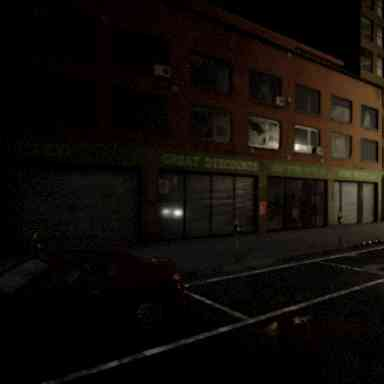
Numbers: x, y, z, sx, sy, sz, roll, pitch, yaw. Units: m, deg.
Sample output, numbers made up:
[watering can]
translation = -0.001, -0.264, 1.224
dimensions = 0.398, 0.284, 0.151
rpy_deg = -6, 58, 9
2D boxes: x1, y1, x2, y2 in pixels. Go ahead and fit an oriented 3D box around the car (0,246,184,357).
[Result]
[car]
translation = -2.078, 1.586, 5.273
dimensions = 4.206, 1.307, 1.802
rpy_deg = 0, 0, -35
